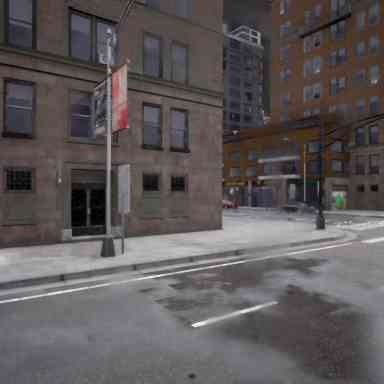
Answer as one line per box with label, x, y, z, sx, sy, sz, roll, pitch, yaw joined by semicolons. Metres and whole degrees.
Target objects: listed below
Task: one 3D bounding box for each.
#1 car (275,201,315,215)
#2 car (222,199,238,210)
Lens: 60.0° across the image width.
car;10.593;1.580;34.298;1.947;1.339;4.313;0;0;-35
car;4.238;1.594;43.304;1.802;1.307;4.206;0;0;-35
